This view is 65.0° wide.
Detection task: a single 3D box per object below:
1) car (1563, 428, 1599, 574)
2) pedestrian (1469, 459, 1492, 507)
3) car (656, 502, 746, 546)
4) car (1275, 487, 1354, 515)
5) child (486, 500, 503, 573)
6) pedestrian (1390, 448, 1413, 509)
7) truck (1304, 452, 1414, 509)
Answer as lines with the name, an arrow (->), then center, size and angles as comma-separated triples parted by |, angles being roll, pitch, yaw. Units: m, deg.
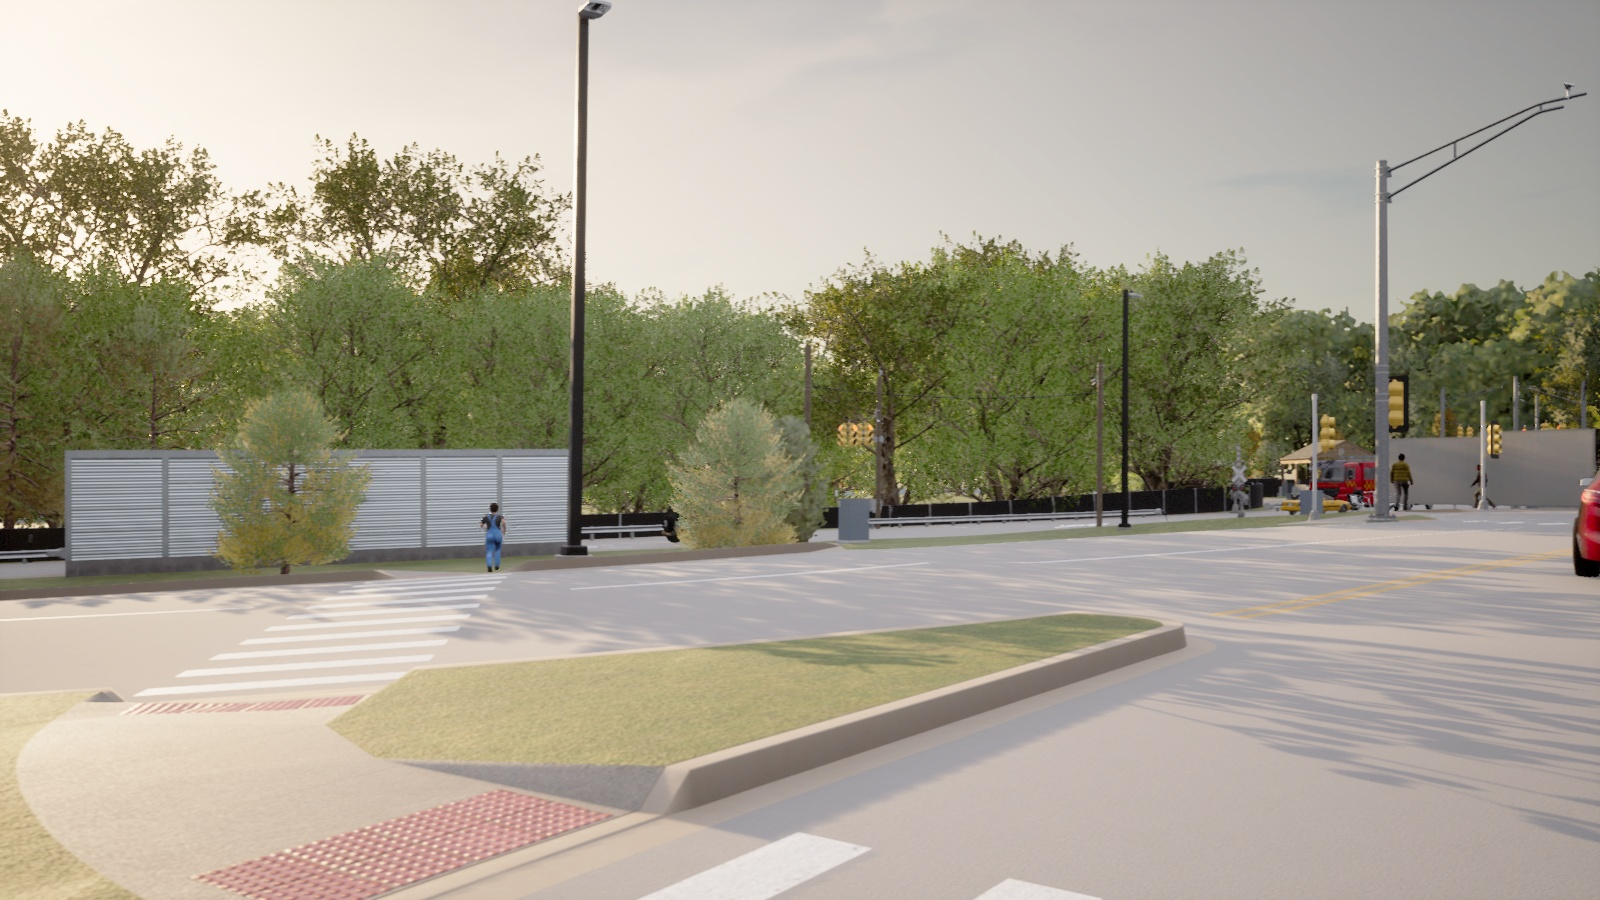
car -> 11.034, 0.565, 15.715 | 2.242, 1.667, 4.611 | -1, -1, 35
pedestrian -> 26.474, 1.295, 48.860 | 0.431, 1.840, 0.703 | 2, -2, -44
car -> -4.749, 3.538, 60.414 | 3.866, 1.878, 1.905 | 0, -1, -30
car -> 33.644, 3.316, 82.062 | 5.366, 1.575, 1.801 | -1, 0, -30
child -> -5.372, 1.506, 22.071 | 0.270, 1.263, 0.437 | 1, -2, -15
pedestrian -> 18.511, 0.875, 38.636 | 0.709, 1.840, 0.431 | 2, -2, -45
truck -> 40.215, 2.172, 90.220 | 8.468, 3.827, 2.891 | -1, -1, -32
